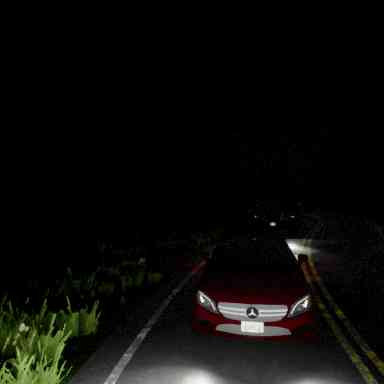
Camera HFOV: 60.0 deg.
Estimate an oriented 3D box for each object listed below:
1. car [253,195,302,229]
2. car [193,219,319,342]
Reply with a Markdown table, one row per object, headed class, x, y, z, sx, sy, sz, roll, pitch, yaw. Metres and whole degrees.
| class | x | y | z | sx | sy | sz | roll | pitch | yaw |
| --- | --- | --- | --- | --- | --- | --- | --- | --- | --- |
| car | 4.984 | 1.215 | 18.885 | 2.150 | 2.045 | 5.566 | -2 | -1 | 22 |
| car | 1.224 | 1.534 | 6.709 | 1.812 | 1.442 | 4.674 | -1 | 0 | 11 |
